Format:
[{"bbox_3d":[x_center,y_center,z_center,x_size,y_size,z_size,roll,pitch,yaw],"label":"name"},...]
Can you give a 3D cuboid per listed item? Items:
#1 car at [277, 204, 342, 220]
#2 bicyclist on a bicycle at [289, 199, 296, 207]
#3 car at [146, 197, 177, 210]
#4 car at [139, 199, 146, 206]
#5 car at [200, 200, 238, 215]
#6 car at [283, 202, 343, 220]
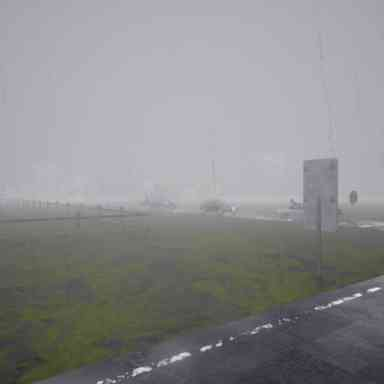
[{"bbox_3d":[9.162,1.639,26.282,1.895,1.301,4.718,0,0,-34],"label":"car"},{"bbox_3d":[10.493,1.507,34.797,1.656,1.620,0.582,0,0,-35],"label":"bicyclist on a bicycle"},{"bbox_3d":[-3.878,1.457,44.836,2.097,1.767,4.553,0,0,-35],"label":"car"},{"bbox_3d":[-6.677,1.677,53.820,2.033,1.411,5.357,0,0,-35],"label":"car"},{"bbox_3d":[2.767,1.561,35.388,2.128,1.511,4.902,0,0,-35],"label":"car"},{"bbox_3d":[10.607,1.641,29.508,1.895,1.301,4.718,0,0,-36],"label":"car"}]
